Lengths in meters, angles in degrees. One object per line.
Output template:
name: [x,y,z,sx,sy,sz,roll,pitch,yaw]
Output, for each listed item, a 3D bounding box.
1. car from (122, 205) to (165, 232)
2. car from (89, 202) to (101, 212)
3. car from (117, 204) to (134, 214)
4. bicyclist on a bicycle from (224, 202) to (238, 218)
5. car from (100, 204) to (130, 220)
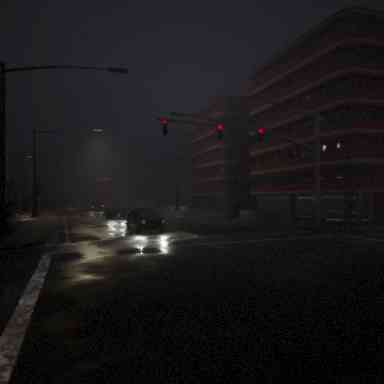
car: [-3.376,1.910,23.642,1.882,1.535,5.008,0,-1,-21]
car: [-16.534,2.464,57.396,2.097,1.767,4.553,0,-1,-21]
car: [-10.229,2.552,50.962,1.895,1.301,4.718,0,-1,-21]
bicyclist on a bicycle: [4.111,1.854,34.624,1.656,1.620,0.582,0,-1,-21]
car: [-8.425,2.182,36.498,2.128,1.511,4.902,0,-1,-21]
